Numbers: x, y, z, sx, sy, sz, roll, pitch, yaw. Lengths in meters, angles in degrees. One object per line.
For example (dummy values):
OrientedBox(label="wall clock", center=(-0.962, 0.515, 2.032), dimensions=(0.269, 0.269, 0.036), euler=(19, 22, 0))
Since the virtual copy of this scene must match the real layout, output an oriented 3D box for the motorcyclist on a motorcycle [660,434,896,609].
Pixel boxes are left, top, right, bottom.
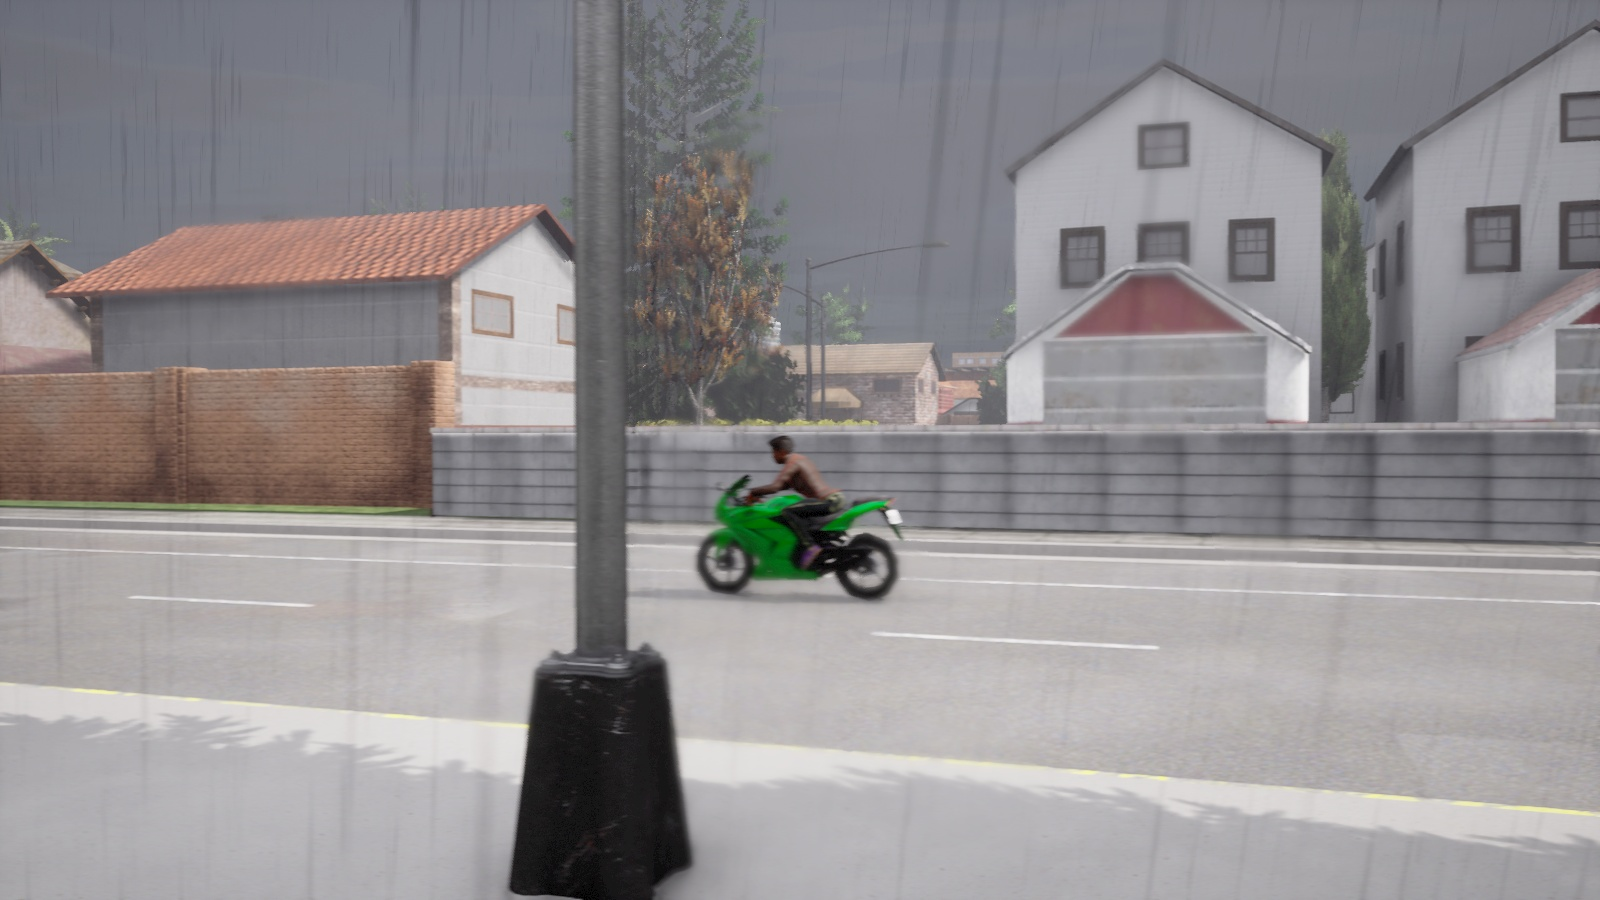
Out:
OrientedBox(label="motorcyclist on a motorcycle", center=(-0.205, 0.621, 11.702), dimensions=(2.044, 1.523, 0.797), euler=(1, 1, 19))
